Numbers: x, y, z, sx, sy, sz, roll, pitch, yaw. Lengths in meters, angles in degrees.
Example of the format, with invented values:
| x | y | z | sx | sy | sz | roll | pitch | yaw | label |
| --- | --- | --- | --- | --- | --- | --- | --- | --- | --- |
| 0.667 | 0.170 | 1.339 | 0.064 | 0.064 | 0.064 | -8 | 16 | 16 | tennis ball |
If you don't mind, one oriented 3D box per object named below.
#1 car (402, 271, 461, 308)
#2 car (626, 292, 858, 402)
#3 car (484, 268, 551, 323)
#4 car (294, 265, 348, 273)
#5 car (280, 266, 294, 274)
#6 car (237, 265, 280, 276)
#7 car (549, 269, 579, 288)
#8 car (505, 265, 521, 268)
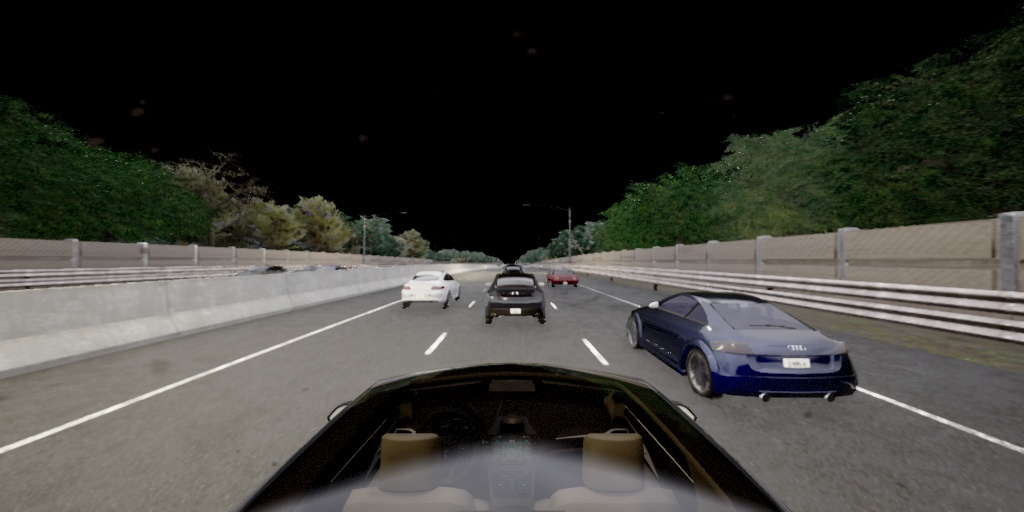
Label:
| x | y | z | sx | sy | sz | roll | pitch | yaw | label |
| --- | --- | --- | --- | --- | --- | --- | --- | --- | --- |
| -3.401 | 1.373 | 15.614 | 1.812 | 1.442 | 4.674 | 0 | -1 | 0 | car |
| 3.599 | 1.332 | 6.541 | 1.994 | 1.385 | 4.181 | 0 | 0 | 0 | car |
| 0.101 | 1.318 | 12.456 | 1.837 | 1.490 | 4.892 | 0 | -1 | 0 | car |
| -14.094 | 1.471 | 27.547 | 1.882 | 1.535 | 5.008 | 0 | -1 | 0 | car |
| -17.583 | 1.535 | 31.634 | 2.128 | 1.511 | 4.902 | 0 | -1 | 0 | car |
| -21.086 | 1.534 | 30.529 | 1.837 | 1.490 | 4.892 | 0 | -1 | 0 | car |
| 3.599 | 1.580 | 26.441 | 1.895 | 1.301 | 4.718 | 0 | -1 | 0 | car |
| 0.100 | 1.537 | 30.718 | 1.837 | 1.490 | 4.892 | 0 | -1 | 0 | car |
